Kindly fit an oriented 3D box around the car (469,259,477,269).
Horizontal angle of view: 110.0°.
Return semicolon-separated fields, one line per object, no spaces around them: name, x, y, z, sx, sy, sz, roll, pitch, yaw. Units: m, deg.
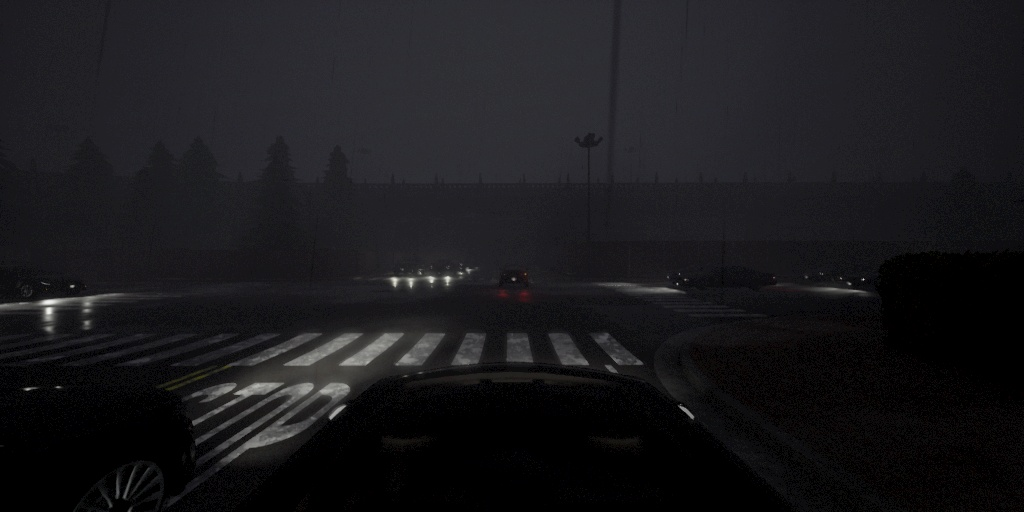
car;-7.048;1.304;55.843;1.994;1.385;4.181;0;0;1

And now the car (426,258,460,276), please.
car;-7.092;1.096;37.143;2.097;1.767;4.553;0;0;0

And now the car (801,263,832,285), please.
car;22.471;1.182;24.354;4.902;1.511;2.128;0;0;0

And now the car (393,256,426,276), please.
car;-10.590;0.965;37.483;2.150;2.045;5.566;0;0;0

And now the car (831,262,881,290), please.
car;22.294;1.239;20.854;5.357;1.411;2.033;0;0;0

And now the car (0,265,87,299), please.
car;-23.365;1.197;17.041;4.892;1.490;1.837;0;0;-1

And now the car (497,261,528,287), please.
car;0.113;1.248;24.295;1.812;1.442;4.674;0;0;0

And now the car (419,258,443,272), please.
car;-10.589;1.094;47.145;2.097;1.767;4.553;0;0;0

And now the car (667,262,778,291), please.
car;12.265;1.238;20.839;5.357;1.411;2.033;0;0;0

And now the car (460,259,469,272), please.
car;-7.109;1.094;46.005;2.097;1.767;4.553;0;0;-2

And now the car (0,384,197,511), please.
car;-3.399;1.242;0.804;2.128;1.511;4.902;0;0;0
